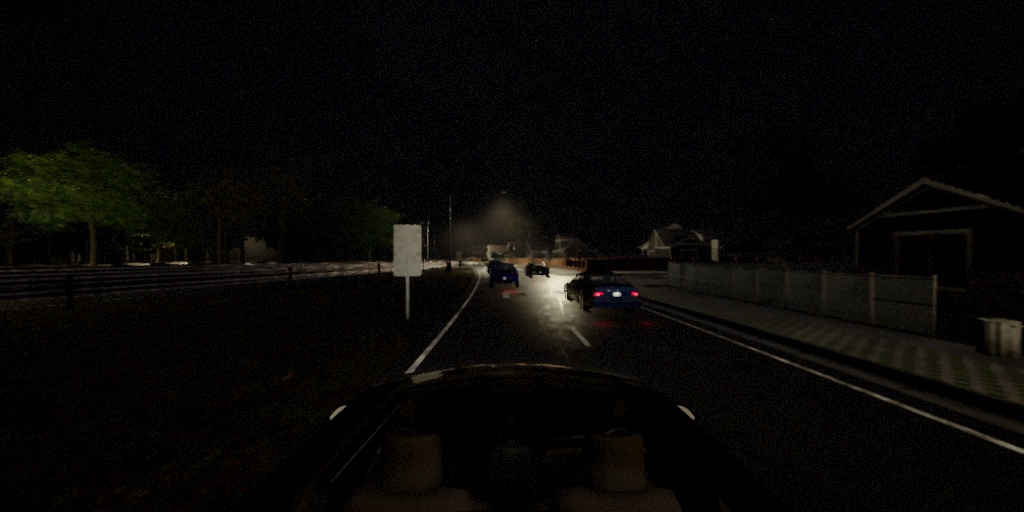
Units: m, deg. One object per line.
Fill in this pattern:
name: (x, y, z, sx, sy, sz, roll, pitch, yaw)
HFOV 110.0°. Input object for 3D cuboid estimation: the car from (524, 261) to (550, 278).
car: (2.296, 1.246, 33.772, 2.128, 1.511, 4.902, 0, 0, -4)

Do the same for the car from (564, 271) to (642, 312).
car: (3.398, 1.309, 14.360, 2.033, 1.411, 5.357, 0, 0, -2)

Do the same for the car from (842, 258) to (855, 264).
car: (32.241, 0.942, 33.429, 4.902, 1.511, 2.128, -1, 1, -3)

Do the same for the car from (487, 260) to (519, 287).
car: (-0.595, 1.232, 24.751, 1.882, 1.535, 5.008, 0, 0, -3)
